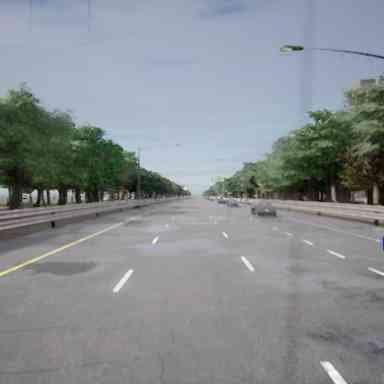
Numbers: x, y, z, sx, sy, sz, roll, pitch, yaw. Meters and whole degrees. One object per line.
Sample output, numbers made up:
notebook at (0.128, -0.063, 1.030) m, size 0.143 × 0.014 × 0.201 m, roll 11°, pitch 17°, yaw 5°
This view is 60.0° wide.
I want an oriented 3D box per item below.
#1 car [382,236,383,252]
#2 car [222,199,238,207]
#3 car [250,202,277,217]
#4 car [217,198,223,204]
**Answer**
car at (7.004, 1.233, 7.995) m, size 2.150 × 2.045 × 5.566 m, roll 0°, pitch 0°, yaw 0°
car at (7.202, 2.016, 60.376) m, size 2.033 × 1.411 × 5.357 m, roll 0°, pitch -1°, yaw 0°
car at (7.063, 1.723, 33.246) m, size 1.994 × 1.385 × 4.181 m, roll 0°, pitch -1°, yaw 0°
car at (7.395, 2.327, 84.520) m, size 1.994 × 1.385 × 4.181 m, roll 0°, pitch -1°, yaw 1°
